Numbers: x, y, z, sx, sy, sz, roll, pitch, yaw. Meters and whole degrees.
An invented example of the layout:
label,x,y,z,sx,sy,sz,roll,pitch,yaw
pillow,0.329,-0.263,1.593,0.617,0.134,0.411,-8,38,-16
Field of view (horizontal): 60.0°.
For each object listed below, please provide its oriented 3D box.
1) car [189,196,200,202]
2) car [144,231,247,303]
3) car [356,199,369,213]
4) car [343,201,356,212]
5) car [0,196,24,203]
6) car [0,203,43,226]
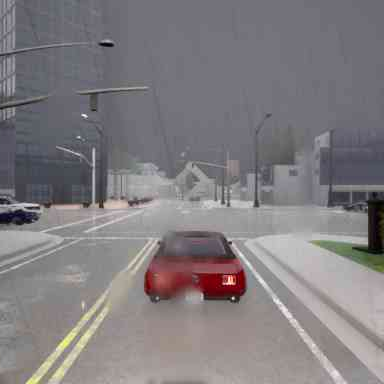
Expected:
label,x,y,z,sx,sy,sz,roll,pitch,yaw
car,0.663,1.539,77.390,2.033,1.411,5.357,0,0,12
car,0.071,1.601,8.183,1.895,1.301,4.718,0,0,0
car,19.876,1.479,34.088,4.674,1.442,1.812,0,0,0
car,19.372,1.520,37.583,4.181,1.385,1.994,0,0,-1
car,-14.995,1.318,26.603,5.566,2.045,2.150,-1,0,0
car,-13.271,1.676,23.130,4.718,1.301,1.895,-1,0,-1
